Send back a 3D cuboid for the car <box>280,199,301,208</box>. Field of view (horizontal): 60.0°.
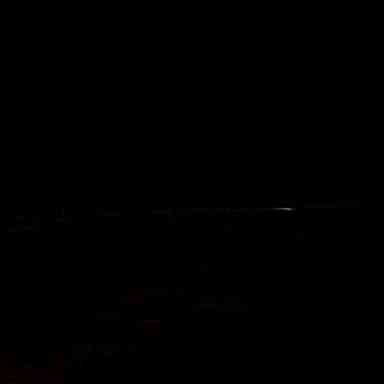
[{"bbox_3d":[17.611,2.061,59.418,1.882,1.535,5.008,1,0,44],"label":"car"}]

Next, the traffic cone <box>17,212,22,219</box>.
[{"bbox_3d":[-15.100,2.034,29.222,0.340,0.580,0.340,0,0,14],"label":"traffic cone"}]

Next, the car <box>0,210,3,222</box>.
[{"bbox_3d":[-13.616,1.524,20.411,2.128,1.511,4.902,0,0,-1],"label":"car"}]

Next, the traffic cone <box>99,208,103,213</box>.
[{"bbox_3d":[-10.685,2.136,39.163,0.340,0.580,0.340,0,0,34],"label":"traffic cone"}]

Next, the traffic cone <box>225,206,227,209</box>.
[{"bbox_3d":[5.392,2.384,52.487,0.340,0.580,0.340,1,0,-33],"label":"traffic cone"}]
